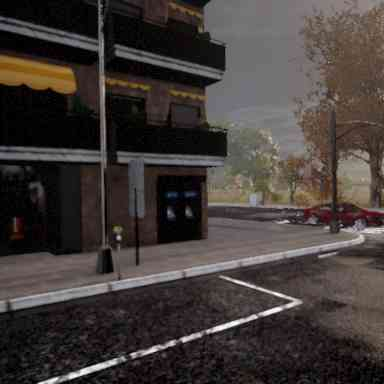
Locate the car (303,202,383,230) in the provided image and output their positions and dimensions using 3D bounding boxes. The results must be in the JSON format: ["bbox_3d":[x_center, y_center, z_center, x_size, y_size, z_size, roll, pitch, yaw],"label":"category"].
[{"bbox_3d":[9.513,1.411,21.031,1.882,1.535,5.008,-2,1,-37],"label":"car"}]
